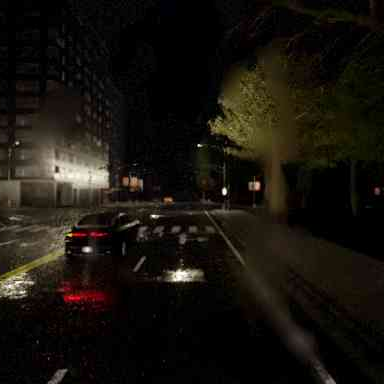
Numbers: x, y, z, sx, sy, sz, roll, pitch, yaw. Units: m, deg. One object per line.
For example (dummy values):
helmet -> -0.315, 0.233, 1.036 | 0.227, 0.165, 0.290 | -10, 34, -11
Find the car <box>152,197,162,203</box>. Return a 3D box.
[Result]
car -> -9.739, 2.166, 90.998 | 1.994, 1.385, 4.181 | 0, -1, 0

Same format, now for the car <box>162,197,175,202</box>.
car -> -6.489, 2.091, 91.039 | 1.882, 1.535, 5.008 | 0, -1, 0

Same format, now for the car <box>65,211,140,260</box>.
car -> -3.149, 1.494, 12.447 | 1.837, 1.490, 4.892 | 0, 0, 0
